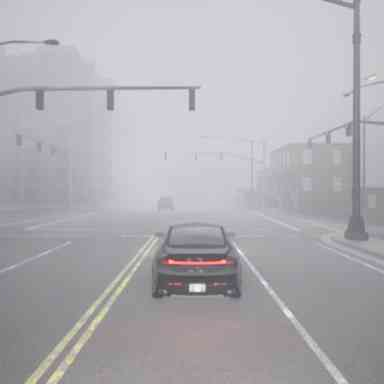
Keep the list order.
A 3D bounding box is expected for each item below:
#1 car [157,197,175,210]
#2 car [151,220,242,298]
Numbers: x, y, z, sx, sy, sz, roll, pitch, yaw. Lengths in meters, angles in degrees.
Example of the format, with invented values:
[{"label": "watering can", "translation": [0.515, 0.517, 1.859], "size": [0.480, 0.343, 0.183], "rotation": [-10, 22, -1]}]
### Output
[{"label": "car", "translation": [-3.601, 1.645, 46.521], "size": [2.150, 2.045, 5.566], "rotation": [0, -5, 0]}, {"label": "car", "translation": [0.096, 1.464, 8.391], "size": [1.837, 1.490, 4.892], "rotation": [0, 0, 0]}]
